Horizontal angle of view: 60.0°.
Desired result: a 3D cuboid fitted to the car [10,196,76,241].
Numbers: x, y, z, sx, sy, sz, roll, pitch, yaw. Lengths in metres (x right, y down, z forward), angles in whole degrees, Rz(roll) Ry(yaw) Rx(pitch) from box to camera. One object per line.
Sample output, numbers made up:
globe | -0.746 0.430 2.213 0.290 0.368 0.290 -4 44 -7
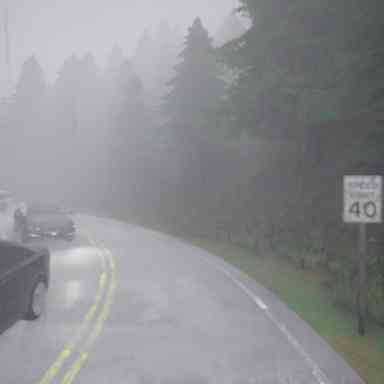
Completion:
car | -6.290 1.112 14.014 1.837 1.490 4.892 2 2 -34

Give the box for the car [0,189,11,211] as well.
car | -14.017 -0.018 21.241 5.566 2.045 2.150 6 0 25

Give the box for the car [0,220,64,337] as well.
car | -3.481 1.407 4.281 1.882 1.535 5.008 1 0 -3
